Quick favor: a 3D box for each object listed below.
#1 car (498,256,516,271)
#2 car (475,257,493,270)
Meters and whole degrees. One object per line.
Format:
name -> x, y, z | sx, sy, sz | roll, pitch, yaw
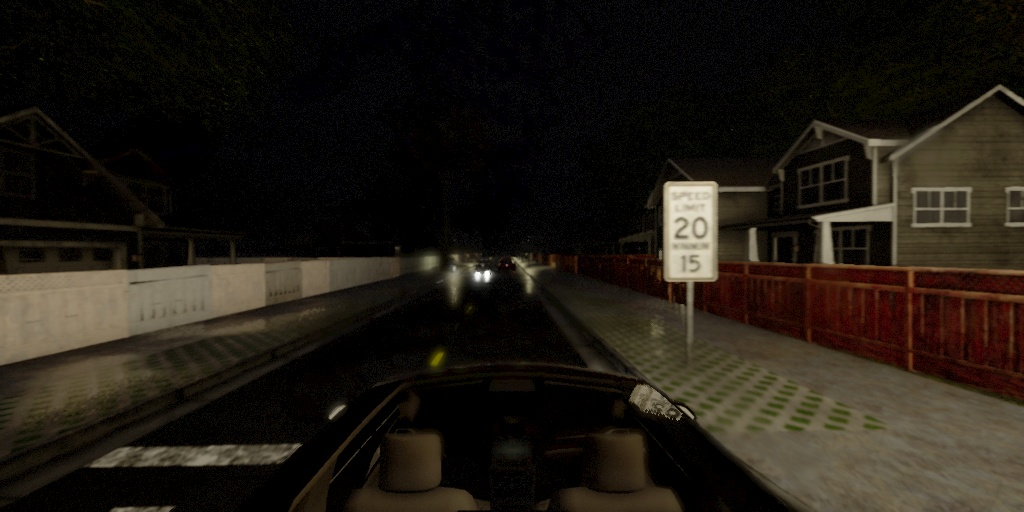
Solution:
car -> -0.576, 0.934, 40.125 | 1.994, 1.385, 4.181 | -1, 1, -1
car -> -3.386, 0.848, 43.806 | 2.128, 1.511, 4.902 | -1, 1, -1
